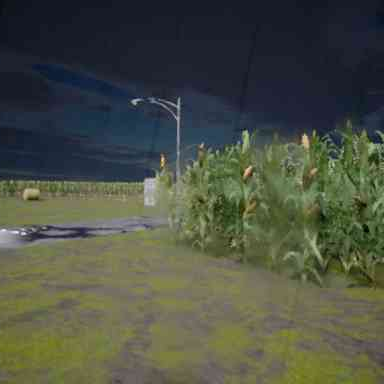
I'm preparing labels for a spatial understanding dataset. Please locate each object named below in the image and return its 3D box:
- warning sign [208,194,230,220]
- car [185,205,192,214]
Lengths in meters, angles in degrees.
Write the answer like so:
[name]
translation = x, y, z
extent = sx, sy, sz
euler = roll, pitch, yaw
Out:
[warning sign]
translation = 2.024, 1.088, 24.893
extent = 1.300, 1.860, 1.060
euler = 2, 1, 34
[car]
translation = 1.250, 1.486, 33.147
extent = 1.895, 1.301, 4.718
euler = 1, 1, 35
